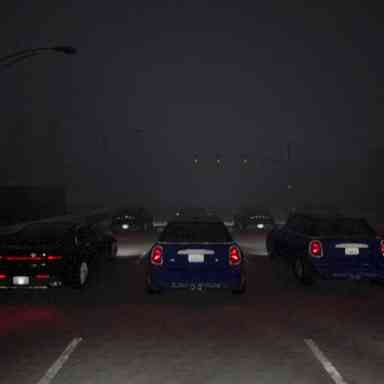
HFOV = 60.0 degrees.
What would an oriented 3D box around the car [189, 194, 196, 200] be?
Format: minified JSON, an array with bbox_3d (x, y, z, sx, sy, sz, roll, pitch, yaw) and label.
[{"bbox_3d":[0.083,1.490,91.349,1.812,1.442,4.674,0,0,0],"label":"car"}]

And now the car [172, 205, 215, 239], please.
[{"bbox_3d":[0.082,1.542,18.719,2.033,1.411,5.357,0,0,0],"label":"car"}]

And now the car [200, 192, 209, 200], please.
[{"bbox_3d":[3.583,1.505,90.929,2.033,1.411,5.357,0,0,0],"label":"car"}]

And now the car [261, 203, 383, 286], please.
[{"bbox_3d":[3.595,1.349,9.582,2.097,1.767,4.553,0,0,0],"label":"car"}]

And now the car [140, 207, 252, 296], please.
[{"bbox_3d":[0.092,1.350,8.820,2.097,1.767,4.553,0,0,0],"label":"car"}]

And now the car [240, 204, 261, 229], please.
[{"bbox_3d":[3.586,1.501,19.756,1.837,1.490,4.892,0,0,0],"label":"car"}]

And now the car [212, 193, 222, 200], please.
[{"bbox_3d":[7.083,1.190,90.956,2.150,2.045,5.566,0,0,0],"label":"car"}]

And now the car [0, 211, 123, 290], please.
[{"bbox_3d":[-3.405,1.503,9.070,1.837,1.490,4.892,0,0,0],"label":"car"}]

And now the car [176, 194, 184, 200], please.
[{"bbox_3d":[-3.417,1.443,90.935,1.882,1.535,5.008,0,0,0],"label":"car"}]

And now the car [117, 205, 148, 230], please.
[{"bbox_3d":[-3.416,1.501,19.525,1.837,1.490,4.892,0,1,0],"label":"car"}]
